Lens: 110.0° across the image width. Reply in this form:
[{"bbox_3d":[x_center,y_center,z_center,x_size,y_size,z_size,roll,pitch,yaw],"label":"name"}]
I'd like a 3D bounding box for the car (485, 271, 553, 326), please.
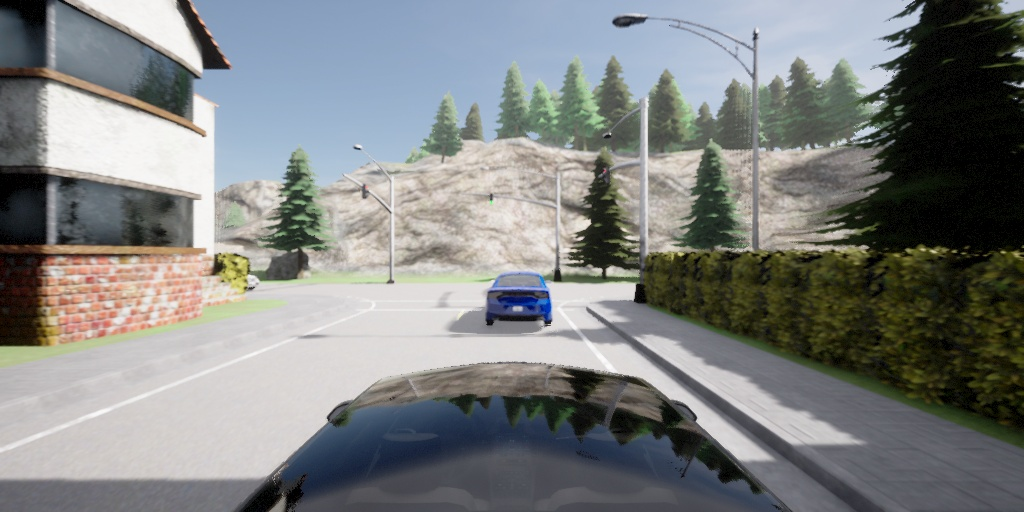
[{"bbox_3d":[0.286,1.220,11.752,1.882,1.535,5.008,0,0,3],"label":"car"}]

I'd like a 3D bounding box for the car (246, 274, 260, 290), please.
[{"bbox_3d":[-16.788,1.261,20.090,4.674,1.442,1.812,0,0,1],"label":"car"}]
